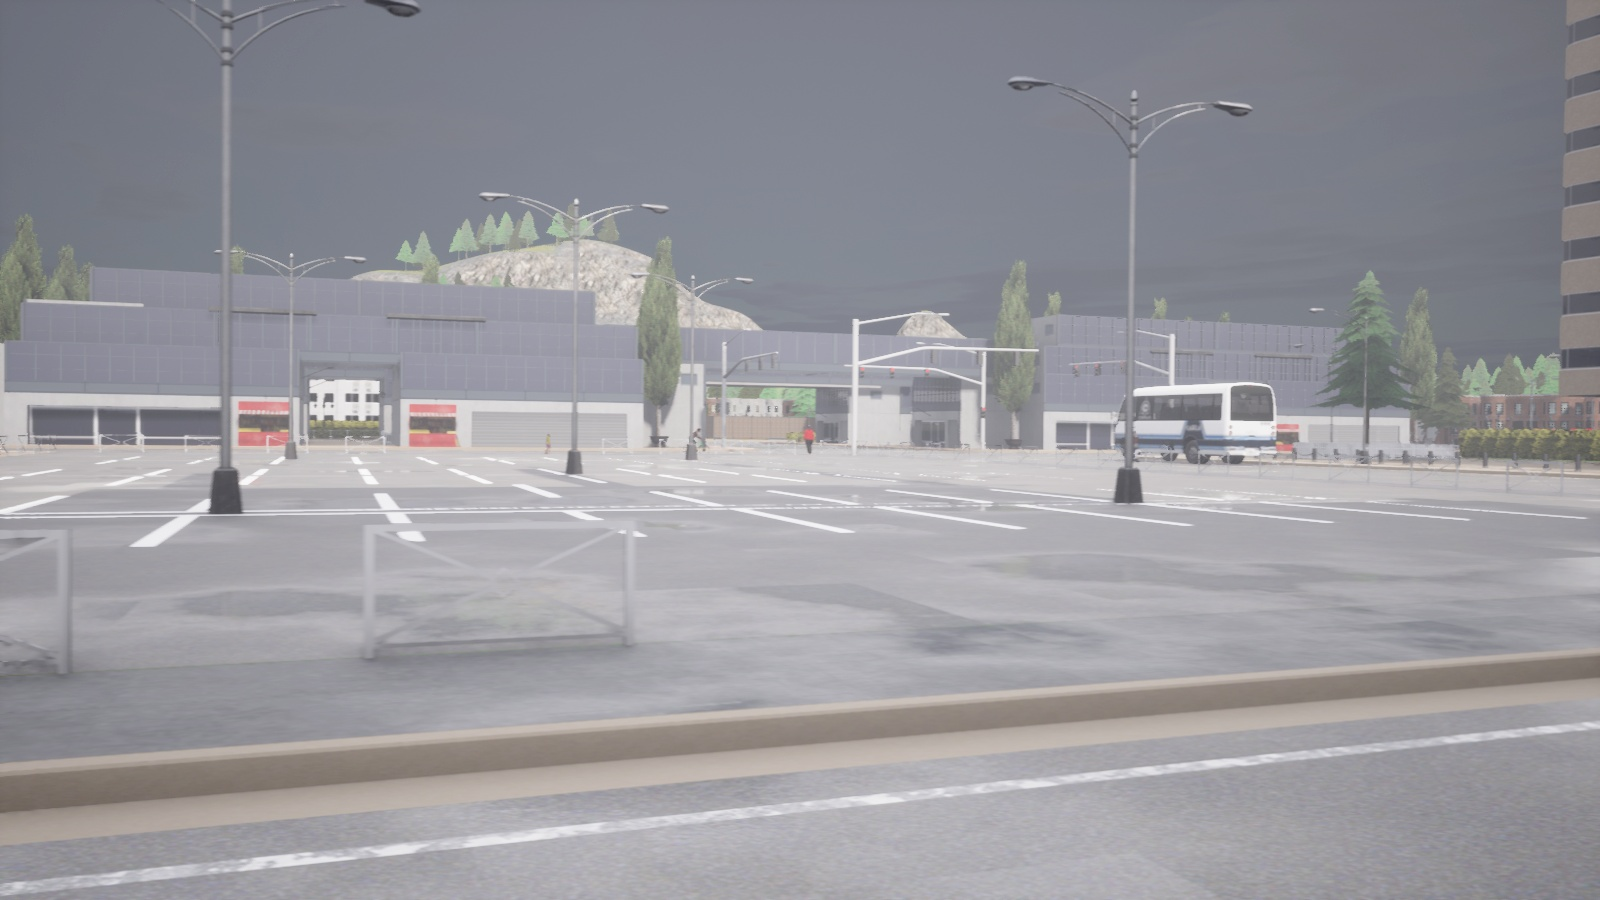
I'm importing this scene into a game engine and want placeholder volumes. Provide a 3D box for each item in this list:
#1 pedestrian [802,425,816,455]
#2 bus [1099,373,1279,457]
[{"bbox_3d":[0.588,-0.638,79.037,0.634,1.844,0.899,-1,1,-15],"label":"pedestrian"},{"bbox_3d":[21.066,-1.872,68.910,3.944,4.253,10.273,-1,1,-21],"label":"bus"}]
